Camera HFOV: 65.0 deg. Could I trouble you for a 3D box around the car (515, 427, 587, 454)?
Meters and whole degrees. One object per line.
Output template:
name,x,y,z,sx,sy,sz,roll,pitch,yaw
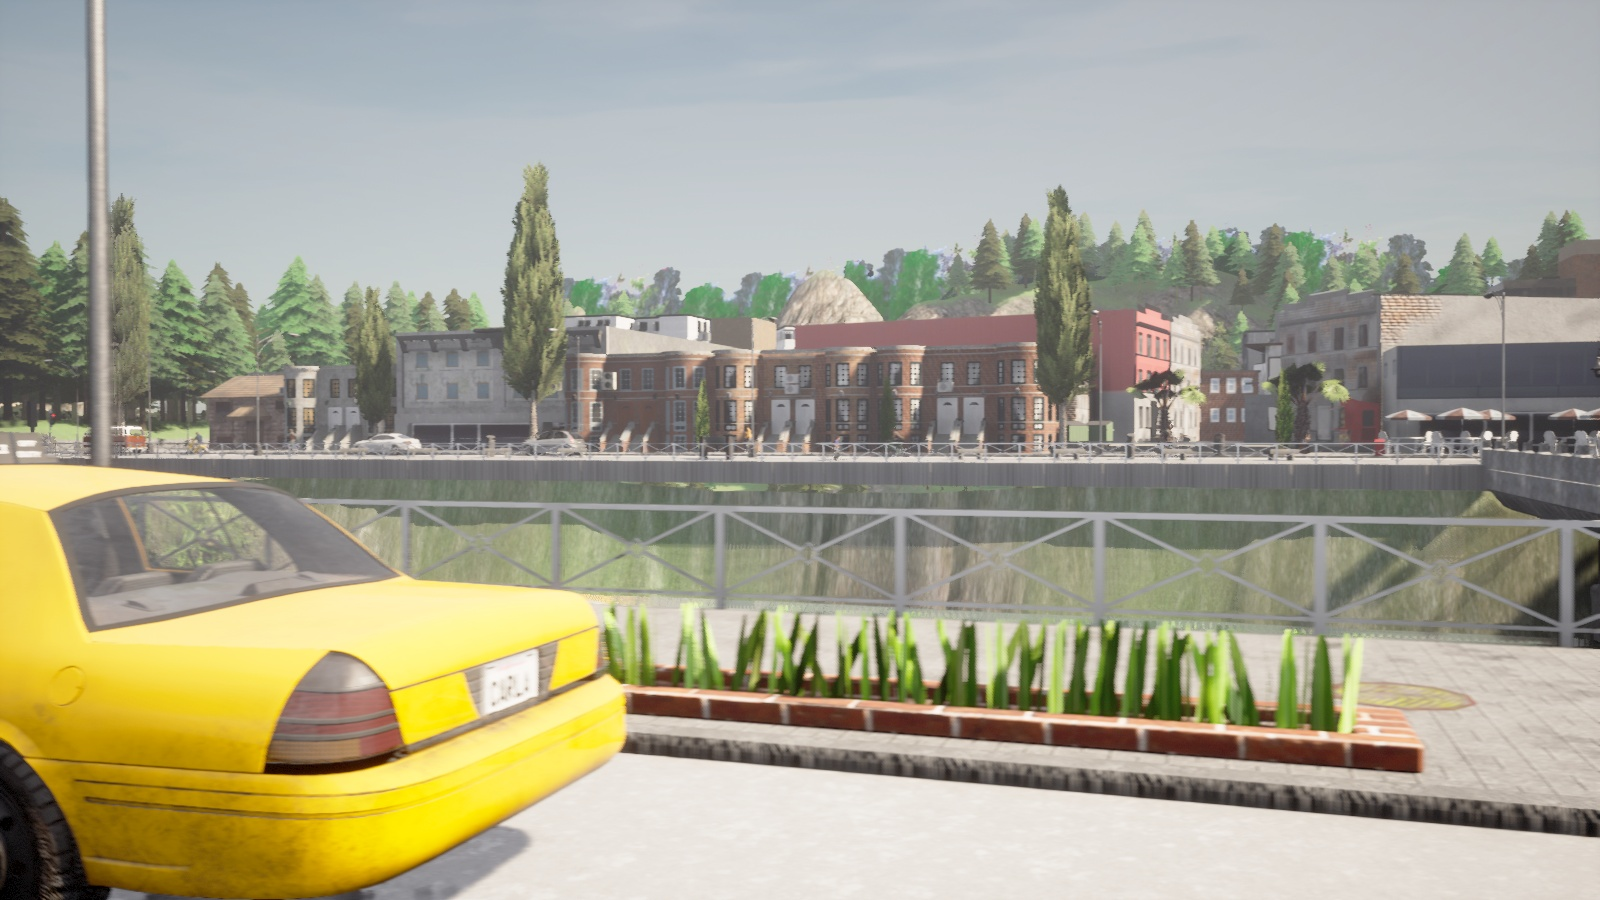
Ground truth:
car,-15.491,-0.586,78.205,3.988,1.617,1.851,1,1,19

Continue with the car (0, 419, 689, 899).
car,-3.259,0.676,4.817,5.366,1.575,1.801,1,1,19

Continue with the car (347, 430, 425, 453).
car,-27.063,-0.564,82.096,4.674,1.442,1.812,0,1,19
